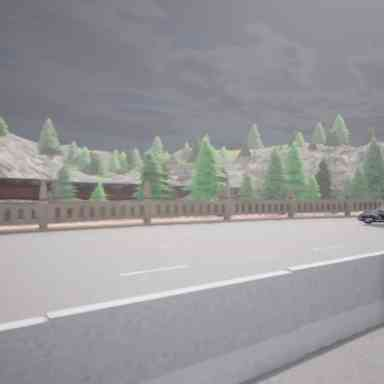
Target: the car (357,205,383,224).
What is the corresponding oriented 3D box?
[{"bbox_3d":[14.042,1.531,22.923,5.357,1.411,2.033,0,0,-22],"label":"car"}]
